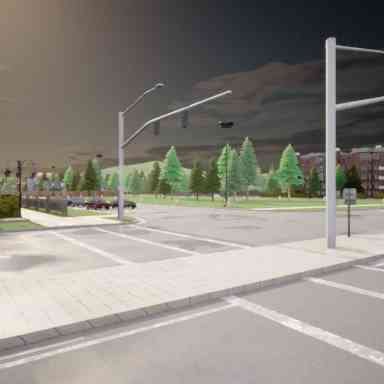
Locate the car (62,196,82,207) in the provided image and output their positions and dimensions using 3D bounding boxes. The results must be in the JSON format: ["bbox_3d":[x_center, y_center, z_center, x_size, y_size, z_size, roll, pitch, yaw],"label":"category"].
[{"bbox_3d":[-17.586,1.505,50.232,1.837,1.490,4.892,0,0,-36],"label":"car"}]

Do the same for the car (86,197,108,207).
[{"bbox_3d":[-15.186,1.505,52.891,1.837,1.490,4.892,0,0,-36],"label":"car"}]

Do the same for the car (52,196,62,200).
[{"bbox_3d":[-23.423,1.505,58.317,1.837,1.490,4.892,0,0,-36],"label":"car"}]

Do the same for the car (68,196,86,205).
[{"bbox_3d":[-21.285,1.478,61.355,1.882,1.535,5.008,0,0,-36],"label":"car"}]

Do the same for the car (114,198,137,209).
[{"bbox_3d":[-9.390,1.547,44.899,2.033,1.411,5.357,0,0,-36],"label":"car"}]

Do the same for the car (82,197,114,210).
[{"bbox_3d":[-12.176,1.601,42.789,1.895,1.301,4.718,0,0,-36],"label":"car"}]
